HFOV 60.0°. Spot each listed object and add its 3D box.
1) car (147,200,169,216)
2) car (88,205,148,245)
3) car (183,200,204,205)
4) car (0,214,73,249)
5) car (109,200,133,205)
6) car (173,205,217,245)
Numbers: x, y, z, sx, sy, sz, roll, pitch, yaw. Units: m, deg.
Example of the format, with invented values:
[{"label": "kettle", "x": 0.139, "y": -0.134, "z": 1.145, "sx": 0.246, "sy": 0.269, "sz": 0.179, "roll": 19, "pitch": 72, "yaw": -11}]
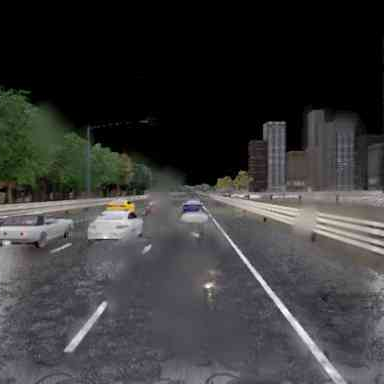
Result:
[{"label": "car", "x": -3.388, "y": 1.530, "z": 32.206, "sx": 1.812, "sy": 1.442, "sz": 4.674, "roll": 0, "pitch": 0, "yaw": 0}, {"label": "car", "x": -3.394, "y": 1.527, "z": 15.363, "sx": 1.812, "sy": 1.442, "sz": 4.674, "roll": 0, "pitch": 0, "yaw": 0}, {"label": "car", "x": 0.113, "y": 1.482, "z": 32.606, "sx": 1.882, "sy": 1.535, "sz": 5.008, "roll": 0, "pitch": 0, "yaw": 0}, {"label": "car", "x": -6.896, "y": 1.602, "z": 14.655, "sx": 1.895, "sy": 1.301, "sz": 4.718, "roll": 0, "pitch": 0, "yaw": 0}, {"label": "car", "x": -6.890, "y": 1.482, "z": 32.580, "sx": 1.882, "sy": 1.535, "sz": 5.008, "roll": 0, "pitch": 0, "yaw": 0}, {"label": "car", "x": 0.121, "y": 1.528, "z": 15.326, "sx": 1.812, "sy": 1.442, "sz": 4.674, "roll": 0, "pitch": 0, "yaw": 0}]
